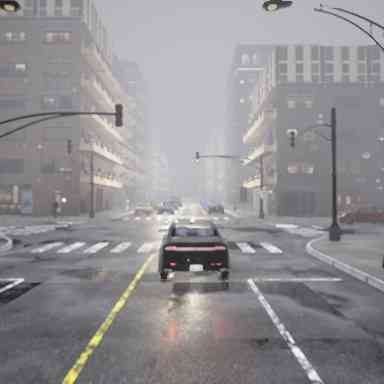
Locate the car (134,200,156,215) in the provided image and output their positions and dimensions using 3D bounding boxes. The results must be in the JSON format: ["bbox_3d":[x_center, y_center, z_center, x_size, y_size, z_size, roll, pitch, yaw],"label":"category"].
[{"bbox_3d":[-5.606,1.887,38.719,1.752,1.417,4.829,1,-1,0],"label":"car"}]

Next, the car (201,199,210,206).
[{"bbox_3d":[2.834,2.266,72.727,1.802,1.307,4.206,1,-1,0],"label":"car"}]

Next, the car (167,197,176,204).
[{"bbox_3d":[-5.513,2.286,89.672,1.967,1.590,4.097,1,-1,0],"label":"car"}]

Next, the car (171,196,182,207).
[{"bbox_3d":[-2.953,1.789,60.511,2.150,2.045,5.566,0,-1,1],"label":"car"}]

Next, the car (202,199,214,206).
[{"bbox_3d":[2.783,1.968,44.516,2.008,1.369,4.403,1,-1,0],"label":"car"}]

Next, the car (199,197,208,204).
[{"bbox_3d":[2.859,2.107,84.014,2.192,1.841,5.009,1,-1,0],"label":"car"}]

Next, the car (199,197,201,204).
[{"bbox_3d":[2.825,2.157,67.256,1.752,1.417,4.829,1,-1,0],"label":"car"}]

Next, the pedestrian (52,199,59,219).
[{"bbox_3d":[-12.484,1.490,30.347,0.375,1.860,0.375,0,-2,1],"label":"pedestrian"}]

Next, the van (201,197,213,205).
[{"bbox_3d":[2.808,1.865,55.802,1.690,1.788,3.998,1,-1,0],"label":"van"}]

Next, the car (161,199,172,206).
[{"bbox_3d":[-5.545,2.228,72.743,1.887,1.381,4.507,1,-1,0],"label":"car"}]

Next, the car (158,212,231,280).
[{"bbox_3d":[-0.011,1.589,10.270,2.128,1.511,4.902,0,0,-3],"label":"car"}]

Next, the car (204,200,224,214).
[{"bbox_3d":[2.773,1.930,38.874,1.947,1.339,4.313,1,-1,0],"label":"car"}]

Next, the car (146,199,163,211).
[{"bbox_3d":[-5.585,1.910,50.175,1.967,1.590,4.097,1,-1,0],"label":"car"}]

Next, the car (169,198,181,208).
[{"bbox_3d":[-3.004,1.992,49.771,1.812,1.442,4.674,0,-1,0],"label":"car"}]

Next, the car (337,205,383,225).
[{"bbox_3d":[13.691,1.853,27.039,4.097,1.590,1.967,0,-2,1],"label":"car"}]

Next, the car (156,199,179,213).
[{"bbox_3d":[-3.029,1.920,39.868,2.033,1.411,5.357,0,-1,0],"label":"car"}]
